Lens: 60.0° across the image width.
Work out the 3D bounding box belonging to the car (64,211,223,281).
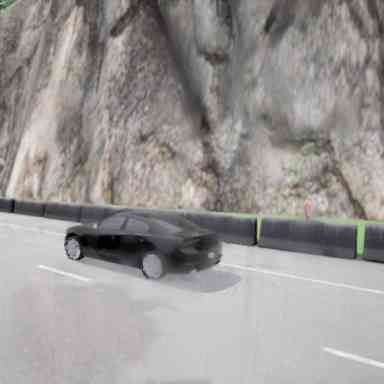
[{"bbox_3d":[-1.542,1.264,9.319,5.008,1.535,1.882,2,1,36],"label":"car"}]
